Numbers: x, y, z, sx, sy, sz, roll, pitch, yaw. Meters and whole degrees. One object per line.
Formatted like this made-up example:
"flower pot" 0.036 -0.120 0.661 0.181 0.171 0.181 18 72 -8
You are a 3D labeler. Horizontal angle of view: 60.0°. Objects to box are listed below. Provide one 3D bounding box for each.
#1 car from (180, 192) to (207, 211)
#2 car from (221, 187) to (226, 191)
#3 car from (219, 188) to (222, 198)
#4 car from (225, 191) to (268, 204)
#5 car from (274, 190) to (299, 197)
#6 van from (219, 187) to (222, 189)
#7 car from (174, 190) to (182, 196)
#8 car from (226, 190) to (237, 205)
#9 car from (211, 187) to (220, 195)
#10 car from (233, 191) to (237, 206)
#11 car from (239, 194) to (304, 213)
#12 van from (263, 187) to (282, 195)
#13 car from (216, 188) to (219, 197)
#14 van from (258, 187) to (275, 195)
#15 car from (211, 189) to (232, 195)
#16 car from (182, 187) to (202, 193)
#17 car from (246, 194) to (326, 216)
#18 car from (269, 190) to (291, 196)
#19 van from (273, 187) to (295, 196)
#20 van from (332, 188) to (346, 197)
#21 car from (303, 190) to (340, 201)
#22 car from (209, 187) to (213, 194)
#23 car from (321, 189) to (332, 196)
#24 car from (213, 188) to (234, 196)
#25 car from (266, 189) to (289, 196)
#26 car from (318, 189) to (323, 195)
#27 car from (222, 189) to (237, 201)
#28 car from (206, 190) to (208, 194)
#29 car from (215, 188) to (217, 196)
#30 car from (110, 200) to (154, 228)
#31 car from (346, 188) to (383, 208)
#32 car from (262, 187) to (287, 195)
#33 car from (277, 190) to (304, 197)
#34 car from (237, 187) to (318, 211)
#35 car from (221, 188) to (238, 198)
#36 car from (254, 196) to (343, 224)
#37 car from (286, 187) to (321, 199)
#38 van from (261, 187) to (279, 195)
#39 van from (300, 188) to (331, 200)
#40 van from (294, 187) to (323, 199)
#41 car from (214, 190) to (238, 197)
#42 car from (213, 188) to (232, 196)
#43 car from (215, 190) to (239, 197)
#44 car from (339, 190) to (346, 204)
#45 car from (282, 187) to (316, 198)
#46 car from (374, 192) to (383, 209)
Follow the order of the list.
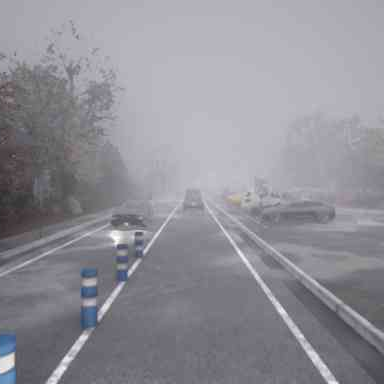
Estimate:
"car" 0.125 0.987 31.657 1.994 1.385 4.181 0 1 -1
"car" 7.068 0.452 49.394 4.553 1.767 2.185 0 1 0
"car" 7.090 0.562 52.169 4.792 1.488 2.163 0 1 0
"car" 7.176 0.678 43.849 5.366 1.575 1.946 0 1 0
"car" 20.307 0.267 71.506 4.674 1.452 2.002 0 1 0
"van" 7.201 0.264 54.941 4.442 1.987 1.878 0 1 0
"car" -3.035 0.172 74.555 2.033 1.411 5.357 0 1 0
"car" 6.734 0.871 35.528 5.366 1.575 1.946 0 1 0
"car" 6.993 0.316 66.050 5.366 1.575 1.946 0 1 0
"car" 6.903 0.941 32.752 4.892 1.521 2.231 0 1 0
"car" 7.058 1.004 29.975 5.366 1.575 1.946 0 1 0
"van" 20.539 -0.212 85.350 4.442 1.987 1.878 0 1 0
"car" 7.079 0.476 57.722 4.792 1.488 2.163 0 1 0
"van" 20.352 -0.297 90.899 4.442 1.987 1.878 0 0 0
"car" 7.314 0.062 82.703 5.008 1.535 2.097 0 1 0
"car" 0.153 0.382 46.118 2.150 2.045 5.566 0 1 0
"car" 6.831 1.141 24.426 5.008 1.535 2.097 0 1 0
"car" 20.348 0.184 76.920 4.674 1.452 2.002 0 1 0
"van" 20.445 -0.041 74.271 4.442 1.987 1.878 0 1 0
"van" 20.164 0.509 41.040 4.442 1.987 1.878 0 1 0
"car" 20.145 0.527 51.992 5.008 1.535 2.097 0 1 0
"car" 7.063 0.188 74.377 5.366 1.575 1.946 0 1 0
"car" 20.099 0.703 43.817 4.792 1.488 2.163 0 1 1
"car" 7.241 0.022 77.149 4.553 1.767 2.185 0 1 0
"car" 20.368 0.101 79.690 5.008 1.535 2.097 0 1 0
"car" 20.122 0.651 46.456 4.792 1.488 2.163 0 1 0
"car" 6.783 0.736 41.200 5.366 1.575 1.946 0 1 0
"car" 7.418 -0.317 91.026 5.566 2.045 2.435 0 1 0
"car" 7.102 0.434 60.497 4.792 1.488 2.163 0 1 0
"car" -3.345 1.202 19.615 2.033 1.411 5.357 0 1 0
"car" 20.027 0.617 35.378 5.566 2.045 2.435 0 1 0
"car" 20.370 -0.195 82.581 5.566 2.045 2.435 0 1 0
"car" 20.275 0.272 68.611 5.008 1.535 2.097 0 1 0
"car" 6.878 0.823 27.195 5.566 2.045 2.435 0 1 0
"car" 7.008 0.627 46.617 4.892 1.521 2.231 0 1 0
"car" 6.773 1.237 21.651 4.792 1.488 2.163 0 1 0
"car" 20.182 0.148 60.297 5.566 2.045 2.435 0 1 0
"van" 20.561 -0.253 87.995 4.442 1.987 1.878 0 1 0
"van" 20.279 0.259 54.757 4.442 1.987 1.878 0 1 0
"van" 20.069 0.216 57.529 4.442 1.987 1.878 0 1 0
"car" 7.219 0.234 71.600 4.892 1.521 2.231 0 1 0
"car" 7.264 -0.021 79.925 4.553 1.767 2.185 0 1 0
"car" 7.208 0.277 68.824 4.892 1.521 2.231 0 1 0
"car" 19.994 0.831 38.154 4.792 1.488 2.163 0 1 0
"car" 20.205 0.106 63.067 5.566 2.045 2.435 0 1 0
"car" 19.767 0.999 29.848 5.366 1.575 1.946 0 1 0
